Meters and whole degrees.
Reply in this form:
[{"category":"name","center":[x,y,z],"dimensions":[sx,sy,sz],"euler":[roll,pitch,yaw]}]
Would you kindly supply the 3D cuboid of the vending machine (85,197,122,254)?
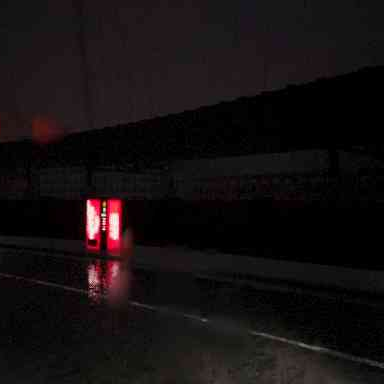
[{"category":"vending machine","center":[-3.442,1.263,13.003],"dimensions":[0.880,2.100,1.100],"euler":[0,-1,30]}]
